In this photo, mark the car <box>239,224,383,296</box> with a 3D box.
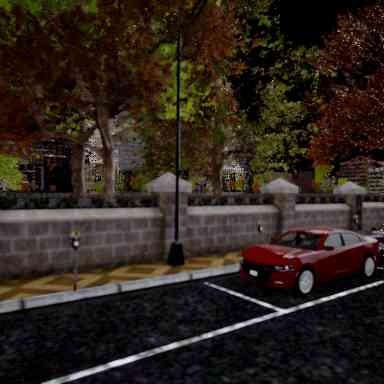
[{"bbox_3d":[3.233,1.617,8.871,4.507,1.381,1.887,1,0,-36],"label":"car"}]
